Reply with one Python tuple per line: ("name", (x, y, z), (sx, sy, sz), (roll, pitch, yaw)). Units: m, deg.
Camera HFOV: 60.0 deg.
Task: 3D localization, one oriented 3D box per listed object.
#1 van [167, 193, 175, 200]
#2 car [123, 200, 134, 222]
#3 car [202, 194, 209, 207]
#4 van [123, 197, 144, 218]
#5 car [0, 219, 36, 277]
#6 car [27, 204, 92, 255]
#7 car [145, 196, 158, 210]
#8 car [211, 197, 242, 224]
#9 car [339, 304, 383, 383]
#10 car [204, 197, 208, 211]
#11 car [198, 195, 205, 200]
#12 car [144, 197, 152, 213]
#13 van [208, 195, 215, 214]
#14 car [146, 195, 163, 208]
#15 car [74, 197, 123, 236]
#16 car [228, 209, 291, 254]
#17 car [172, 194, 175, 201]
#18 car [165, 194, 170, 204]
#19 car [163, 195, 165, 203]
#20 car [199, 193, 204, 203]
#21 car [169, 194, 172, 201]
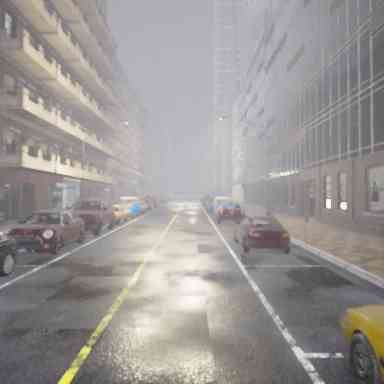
("van", (-5.716, 1.321, 90.815), (1.690, 1.788, 3.998), (1, 0, 0))
("car", (-5.707, 1.524, 24.085), (1.752, 1.417, 4.829), (1, 0, 0))
("car", (2.671, 1.436, 40.992), (1.967, 1.590, 4.097), (1, 0, 0))
("van", (-5.673, 1.339, 29.802), (1.690, 1.788, 3.998), (1, 0, 0))
("car", (-5.683, 1.551, 7.615), (2.008, 1.369, 4.403), (1, 0, 0))
("car", (-5.686, 1.440, 13.162), (1.967, 1.590, 4.097), (1, 0, 0))
("car", (-5.679, 1.577, 40.895), (1.802, 1.307, 4.206), (1, 0, 0))
("car", (2.685, 1.439, 24.348), (1.967, 1.590, 4.097), (1, 0, 0))
("car", (2.702, 1.526, 2.326), (1.752, 1.417, 4.829), (1, 0, 0))
("car", (2.673, 1.563, 35.444), (1.947, 1.339, 4.313), (1, 0, 0))
("car", (2.626, 1.562, 90.922), (1.802, 1.307, 4.206), (1, 0, 0))
("car", (-5.673, 1.522, 35.179), (1.752, 1.417, 4.829), (1, 0, 0))
("van", (2.682, 1.339, 29.896), (1.690, 1.788, 3.998), (1, 0, 0))
("car", (-5.679, 1.309, 46.442), (2.192, 1.841, 5.009), (1, 0, 0))
("car", (-5.691, 1.315, 18.709), (2.192, 1.841, 5.009), (1, 0, 0))
("car", (2.691, 1.582, 13.252), (1.802, 1.307, 4.206), (1, 0, 0))
("car", (-5.707, 1.299, 79.722), (2.192, 1.841, 5.009), (1, 0, 0))
("car", (-5.698, 1.555, 63.082), (1.947, 1.339, 4.313), (1, 0, 0))
("car", (-5.687, 1.518, 51.818), (1.752, 1.417, 4.829), (1, 0, 0))
("car", (2.664, 1.308, 52.088), (2.192, 1.841, 5.009), (1, 0, 0))
("car", (-5.703, 1.570, 68.629), (1.802, 1.307, 4.206), (1, 0, 0))
